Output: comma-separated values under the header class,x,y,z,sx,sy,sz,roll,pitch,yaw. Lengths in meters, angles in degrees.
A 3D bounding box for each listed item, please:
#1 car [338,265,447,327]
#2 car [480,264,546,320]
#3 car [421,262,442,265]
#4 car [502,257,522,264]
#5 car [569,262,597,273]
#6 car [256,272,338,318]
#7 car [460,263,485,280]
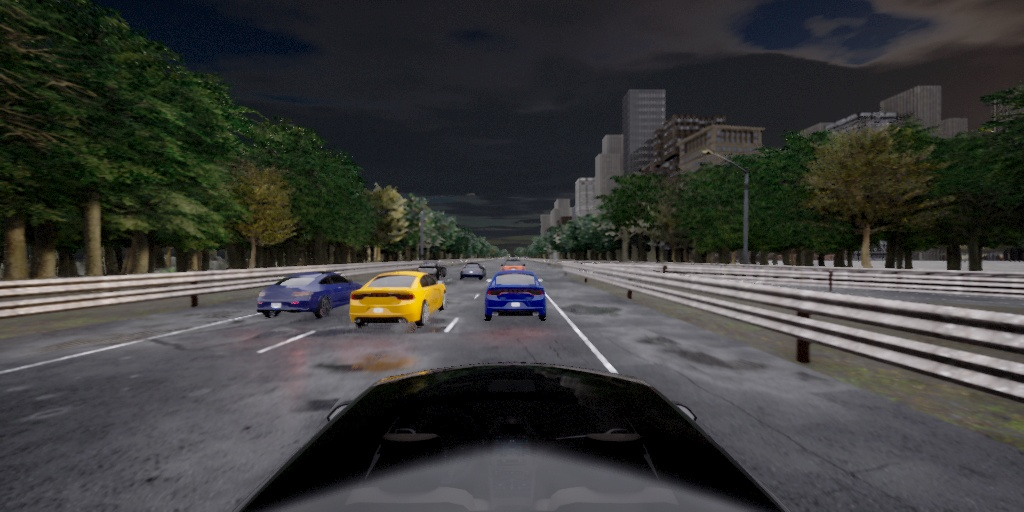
class,x,y,z,sx,sy,sz,roll,pitch,yaw
car,-3.398,1.228,11.590,1.882,1.535,5.008,0,0,0
car,0.103,1.228,12.677,1.882,1.535,5.008,0,0,0
car,-6.897,1.244,31.184,2.128,1.511,4.902,0,0,0
car,0.105,1.105,30.993,2.097,1.767,4.553,0,0,0
car,9.082,1.413,45.485,1.895,1.301,4.718,0,0,-21
car,-6.901,1.276,12.795,1.812,1.442,4.674,0,0,0
car,-3.395,1.317,31.885,1.994,1.385,4.181,0,0,0
